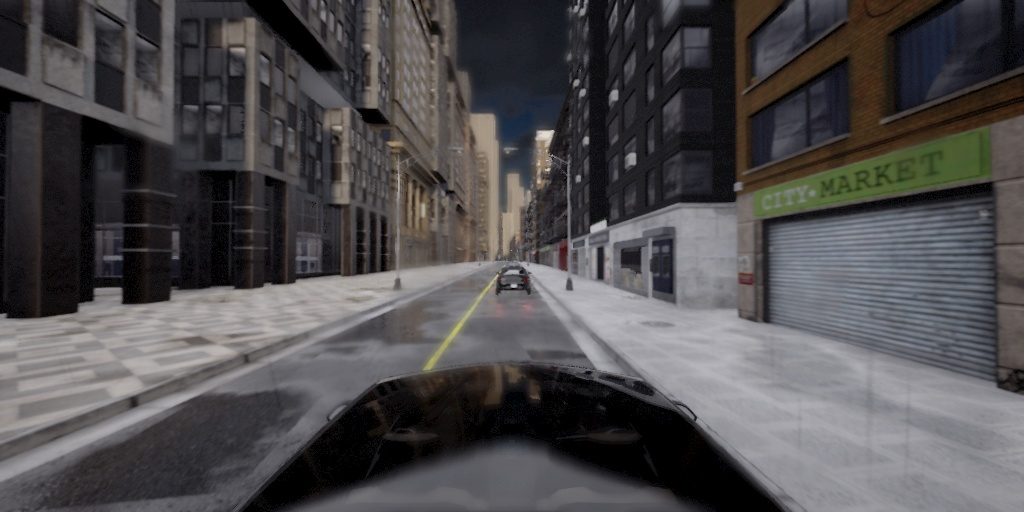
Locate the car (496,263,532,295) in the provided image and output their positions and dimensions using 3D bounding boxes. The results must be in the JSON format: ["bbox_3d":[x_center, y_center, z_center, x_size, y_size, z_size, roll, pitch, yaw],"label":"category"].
[{"bbox_3d":[0.094,1.288,19.865,1.812,1.442,4.674,0,0,0],"label":"car"}]
